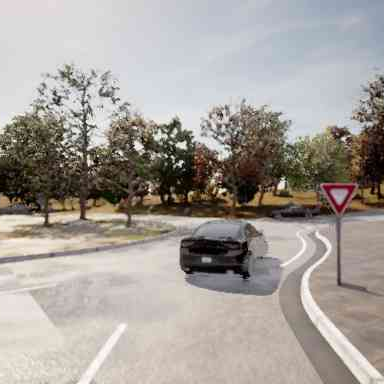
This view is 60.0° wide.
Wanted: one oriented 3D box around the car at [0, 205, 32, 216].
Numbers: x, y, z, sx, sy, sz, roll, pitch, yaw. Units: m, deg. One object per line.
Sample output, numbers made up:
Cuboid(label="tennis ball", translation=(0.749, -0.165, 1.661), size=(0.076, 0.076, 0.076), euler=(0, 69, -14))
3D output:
Cuboid(label="car", translation=(-23.269, 2.325, 43.417), size=(4.181, 1.385, 1.994), euler=(0, -1, -17))

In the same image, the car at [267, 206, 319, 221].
Cuboid(label="car", translation=(9.665, 2.032, 32.295), size=(4.718, 1.301, 1.895), euler=(-2, -1, 0))

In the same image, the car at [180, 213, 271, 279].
Cuboid(label="car", translation=(1.217, 1.638, 10.817), size=(1.882, 1.535, 5.008), euler=(-1, -2, 20))
